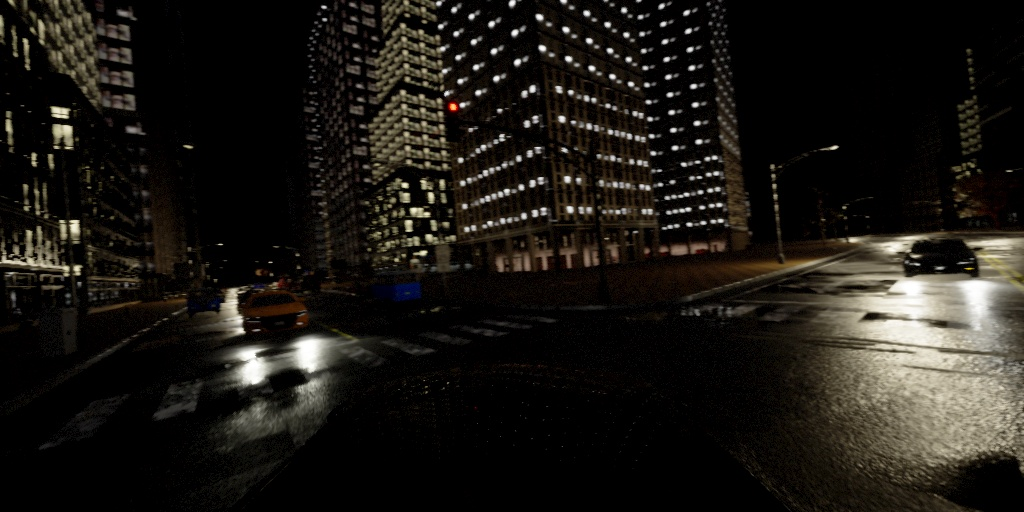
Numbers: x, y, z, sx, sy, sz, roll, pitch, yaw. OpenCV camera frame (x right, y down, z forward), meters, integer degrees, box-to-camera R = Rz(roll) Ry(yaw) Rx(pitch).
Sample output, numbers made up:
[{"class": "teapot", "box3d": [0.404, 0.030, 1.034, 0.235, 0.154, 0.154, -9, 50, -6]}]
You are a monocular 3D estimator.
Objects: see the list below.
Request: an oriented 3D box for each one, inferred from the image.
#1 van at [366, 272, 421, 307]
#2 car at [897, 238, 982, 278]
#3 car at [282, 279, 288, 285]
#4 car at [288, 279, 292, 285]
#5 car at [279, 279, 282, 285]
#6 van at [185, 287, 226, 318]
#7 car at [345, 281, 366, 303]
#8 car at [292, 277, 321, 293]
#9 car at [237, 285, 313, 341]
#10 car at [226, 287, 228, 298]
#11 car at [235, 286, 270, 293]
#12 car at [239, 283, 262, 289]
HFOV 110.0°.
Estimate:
[{"class": "van", "box3d": [-6.475, 1.792, 19.936, 1.690, 1.789, 3.998, 0, 0, -38]}, {"class": "car", "box3d": [17.247, 0.051, 14.496, 4.892, 1.490, 1.837, -5, -1, -40]}, {"class": "car", "box3d": [-30.421, 4.069, 50.342, 2.192, 1.841, 5.009, 0, 0, -38]}, {"class": "car", "box3d": [-27.012, 3.972, 45.987, 1.888, 1.381, 4.507, 0, 0, -38]}, {"class": "car", "box3d": [-33.829, 4.648, 54.696, 1.948, 1.339, 4.313, 0, 0, -38]}, {"class": "van", "box3d": [-19.945, 2.978, 23.390, 1.690, 1.789, 3.998, 0, 0, -38]}, {"class": "car", "box3d": [-9.953, 2.330, 24.233, 1.888, 1.381, 4.507, 0, 0, -38]}, {"class": "car", "box3d": [-23.604, 3.414, 41.633, 2.192, 1.841, 5.009, 0, 0, -38]}, {"class": "car", "box3d": [-9.274, 2.118, 13.875, 1.882, 1.535, 5.008, -5, -1, -38]}, {"class": "car", "box3d": [-30.170, 4.188, 36.453, 1.948, 1.339, 4.313, 0, 0, -38]}, {"class": "car", "box3d": [-16.473, 2.898, 23.075, 1.994, 1.385, 4.181, -5, -1, -38]}, {"class": "car", "box3d": [-28.972, 4.086, 39.176, 2.033, 1.411, 5.357, -5, -1, -38]}]
